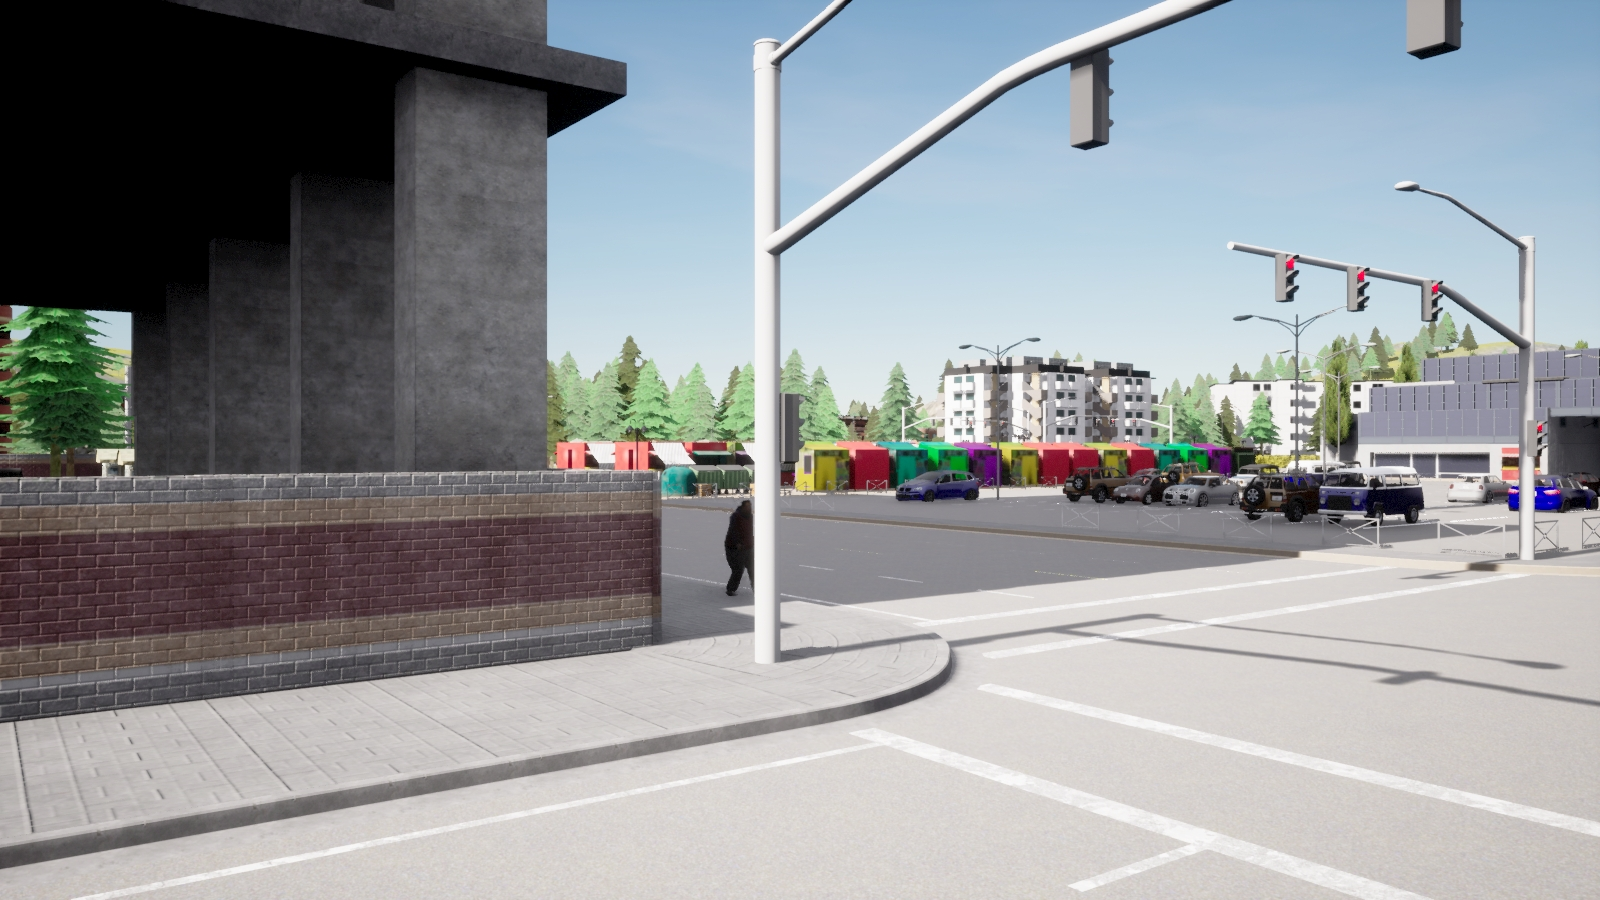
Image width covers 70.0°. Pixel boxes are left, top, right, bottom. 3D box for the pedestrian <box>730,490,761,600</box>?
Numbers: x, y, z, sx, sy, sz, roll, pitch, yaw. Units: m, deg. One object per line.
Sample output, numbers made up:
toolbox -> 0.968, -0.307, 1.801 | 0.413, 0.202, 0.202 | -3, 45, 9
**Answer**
pedestrian -> -0.948, 1.642, 19.884 | 0.375, 1.860, 0.375 | 0, 0, -43
